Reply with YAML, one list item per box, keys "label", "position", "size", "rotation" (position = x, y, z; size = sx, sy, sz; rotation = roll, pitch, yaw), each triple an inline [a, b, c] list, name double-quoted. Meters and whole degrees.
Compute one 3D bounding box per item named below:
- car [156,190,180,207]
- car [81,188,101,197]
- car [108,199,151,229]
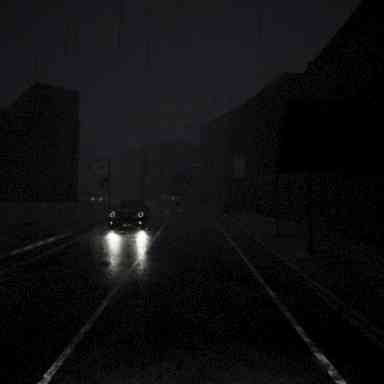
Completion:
- label: "car"
  position: [-3.096, 0.763, 42.479]
  size: [2.150, 2.045, 5.566]
  rotation: [1, 1, -18]
- label: "car"
  position: [-18.378, 0.099, 60.648]
  size: [1.882, 1.535, 5.008]
  rotation: [3, 0, -44]
- label: "car"
  position: [-3.737, 1.237, 20.592]
  size: [2.097, 1.767, 4.553]
  rotation: [0, 1, -2]
